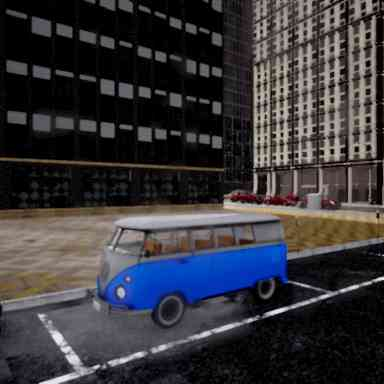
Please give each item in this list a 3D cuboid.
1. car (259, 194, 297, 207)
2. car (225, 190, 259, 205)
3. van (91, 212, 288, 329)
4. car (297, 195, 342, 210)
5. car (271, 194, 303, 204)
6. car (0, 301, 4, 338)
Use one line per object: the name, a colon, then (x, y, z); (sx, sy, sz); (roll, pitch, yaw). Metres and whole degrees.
car: (10.501, 1.084, 39.873); (1.802, 1.307, 4.206); (1, 0, -36)
car: (7.260, 0.710, 44.402); (2.192, 1.841, 5.009); (1, 0, -36)
van: (0.149, 1.338, 6.668); (3.998, 1.788, 1.690); (0, 0, -36)
car: (13.753, 1.049, 35.342); (1.967, 1.590, 4.097); (1, 0, -36)
car: (14.028, 0.958, 49.335); (1.802, 1.307, 4.206); (1, 0, -36)
car: (-4.449, 1.552, 3.387); (4.403, 1.369, 2.008); (0, 0, -36)
